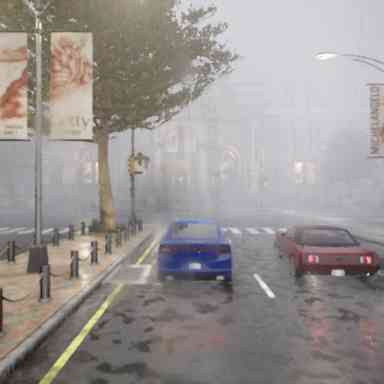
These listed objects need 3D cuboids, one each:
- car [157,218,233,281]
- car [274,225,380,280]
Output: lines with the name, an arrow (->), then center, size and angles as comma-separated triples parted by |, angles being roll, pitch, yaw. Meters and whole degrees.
car -> 0.081, 1.528, 10.015 | 1.882, 1.535, 5.008 | 0, 0, 0
car -> 3.738, 1.653, 10.150 | 1.895, 1.301, 4.718 | 0, 0, 6
